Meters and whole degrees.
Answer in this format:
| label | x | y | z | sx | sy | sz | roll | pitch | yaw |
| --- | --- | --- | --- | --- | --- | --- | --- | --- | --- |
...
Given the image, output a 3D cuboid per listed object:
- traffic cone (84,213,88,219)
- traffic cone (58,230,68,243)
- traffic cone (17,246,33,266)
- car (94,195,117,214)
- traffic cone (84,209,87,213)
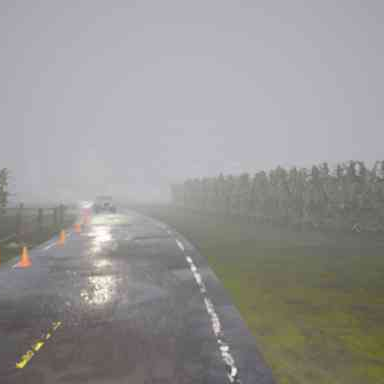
| label | x | y | z | sx | sy | sz | roll | pitch | yaw |
| --- | --- | --- | --- | --- | --- | --- | --- | --- | --- |
| traffic cone | -8.005 | 2.051 | 24.846 | 0.340 | 0.580 | 0.340 | 0 | 0 | -15 |
| traffic cone | -5.941 | 2.019 | 15.313 | 0.340 | 0.580 | 0.340 | 0 | 0 | -9 |
| traffic cone | -5.259 | 2.003 | 10.482 | 0.340 | 0.580 | 0.340 | 0 | 0 | -7 |
| car | -9.895 | 1.348 | 37.648 | 2.150 | 2.045 | 5.566 | 0 | 0 | -20 |
| traffic cone | -9.383 | 2.066 | 29.527 | 0.340 | 0.580 | 0.340 | 0 | 0 | -18 |
